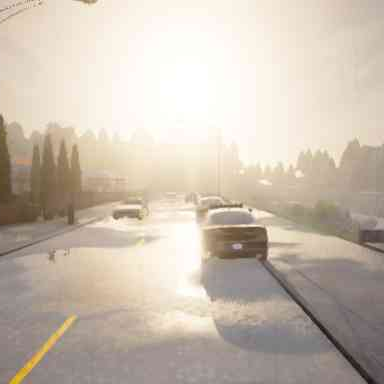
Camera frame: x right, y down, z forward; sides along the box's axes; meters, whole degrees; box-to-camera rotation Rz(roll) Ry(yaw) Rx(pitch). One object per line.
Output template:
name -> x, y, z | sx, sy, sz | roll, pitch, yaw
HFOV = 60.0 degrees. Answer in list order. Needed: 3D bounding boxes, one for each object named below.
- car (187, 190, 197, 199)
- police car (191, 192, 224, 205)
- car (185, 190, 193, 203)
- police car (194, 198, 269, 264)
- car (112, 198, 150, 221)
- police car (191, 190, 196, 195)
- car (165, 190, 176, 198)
car -> 0.006, 0.422, 59.371 | 1.837, 1.490, 4.892 | 0, 1, 0
police car -> 1.145, 0.988, 21.132 | 1.930, 1.638, 5.238 | -4, 1, 0
car -> 0.027, 0.724, 46.033 | 1.994, 1.385, 4.181 | 0, 1, 0
police car -> 1.161, 1.196, 11.142 | 1.930, 1.638, 5.238 | -2, 0, 0
car -> -4.098, 1.123, 23.194 | 2.033, 1.411, 5.357 | 0, 1, 0
police car -> 1.149, 0.879, 27.123 | 1.930, 1.638, 5.238 | -4, 1, 0
car -> -4.013, 0.383, 63.821 | 2.033, 1.411, 5.357 | 0, 1, 1
